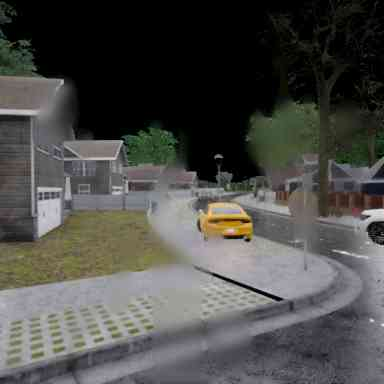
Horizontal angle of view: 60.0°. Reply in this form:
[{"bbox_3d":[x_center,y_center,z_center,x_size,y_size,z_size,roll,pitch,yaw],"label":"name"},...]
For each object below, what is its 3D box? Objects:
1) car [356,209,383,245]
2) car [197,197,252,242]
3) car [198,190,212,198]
[{"bbox_3d":[9.493,1.113,12.866,5.566,2.045,2.150,1,1,42],"label":"car"},{"bbox_3d":[1.363,1.218,14.838,1.882,1.535,5.008,0,1,-2],"label":"car"},{"bbox_3d":[2.204,0.526,54.878,2.097,1.767,4.553,-1,1,6],"label":"car"}]
